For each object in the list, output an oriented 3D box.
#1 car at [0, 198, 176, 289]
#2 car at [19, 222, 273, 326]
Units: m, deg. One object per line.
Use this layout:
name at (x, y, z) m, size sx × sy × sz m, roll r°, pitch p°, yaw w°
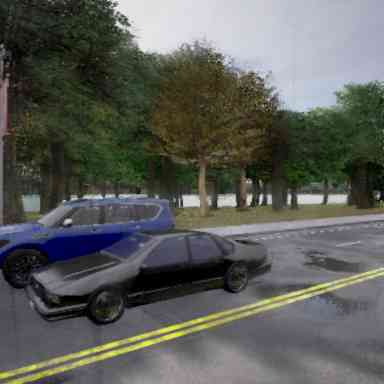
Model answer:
car at (-3.001, 1.221, 9.547) m, size 5.566 × 2.045 × 2.150 m, roll 0°, pitch 0°, yaw -35°
car at (-0.580, 1.547, 7.272) m, size 5.357 × 1.411 × 2.033 m, roll 0°, pitch 0°, yaw -36°
